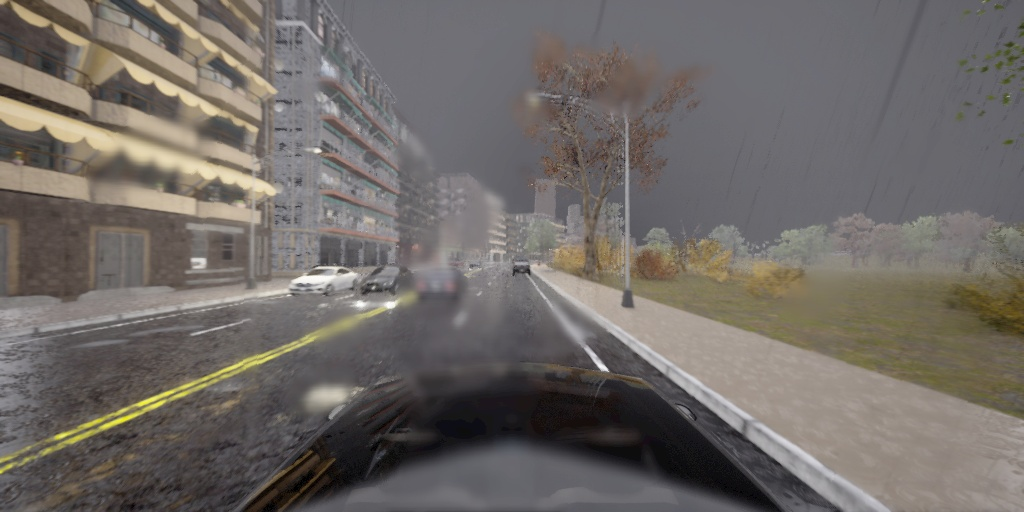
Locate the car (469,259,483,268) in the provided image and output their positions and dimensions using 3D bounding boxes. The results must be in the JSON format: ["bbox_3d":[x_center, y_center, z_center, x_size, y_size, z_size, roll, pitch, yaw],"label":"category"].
[{"bbox_3d":[-6.146,1.301,61.173,1.837,1.490,4.892,0,0,3],"label":"car"}]

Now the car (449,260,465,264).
[{"bbox_3d":[-9.390,1.405,61.330,1.895,1.301,4.718,0,0,3],"label":"car"}]

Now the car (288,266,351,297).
[{"bbox_3d":[-9.845,1.285,19.192,1.812,1.442,4.674,0,0,0],"label":"car"}]

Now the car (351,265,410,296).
[{"bbox_3d":[-6.594,1.264,19.484,1.837,1.490,4.892,0,0,0],"label":"car"}]

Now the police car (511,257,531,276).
[{"bbox_3d":[0.974,1.198,37.611,1.930,1.638,5.238,0,0,0],"label":"police car"}]

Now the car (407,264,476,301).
[{"bbox_3d":[-3.150,1.305,17.309,2.033,1.411,5.357,0,0,0],"label":"car"}]
